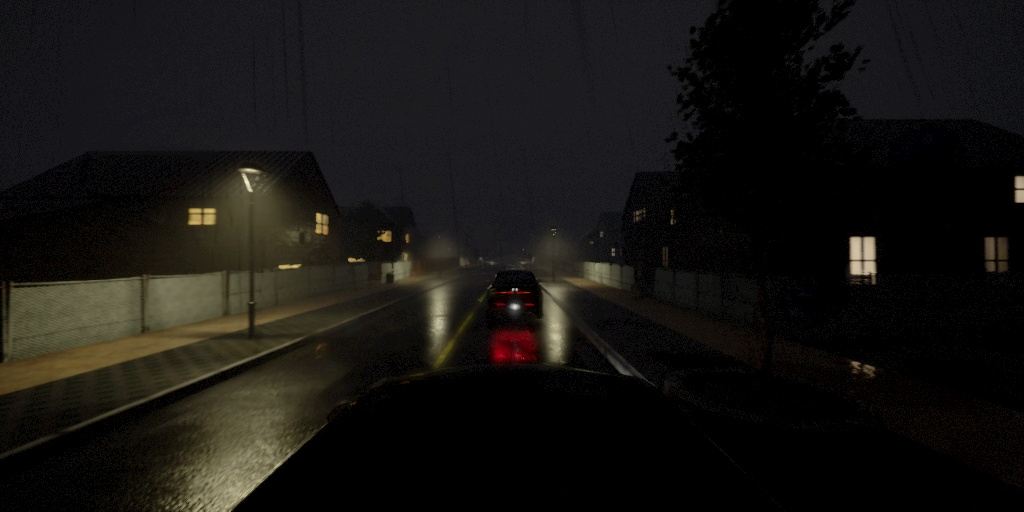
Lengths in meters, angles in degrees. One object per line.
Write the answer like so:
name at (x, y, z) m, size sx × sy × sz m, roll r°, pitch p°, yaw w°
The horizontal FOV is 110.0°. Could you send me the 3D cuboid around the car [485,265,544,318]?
car at (0.100, 1.245, 12.901) m, size 1.837 × 1.490 × 4.892 m, roll 0°, pitch 0°, yaw 0°
